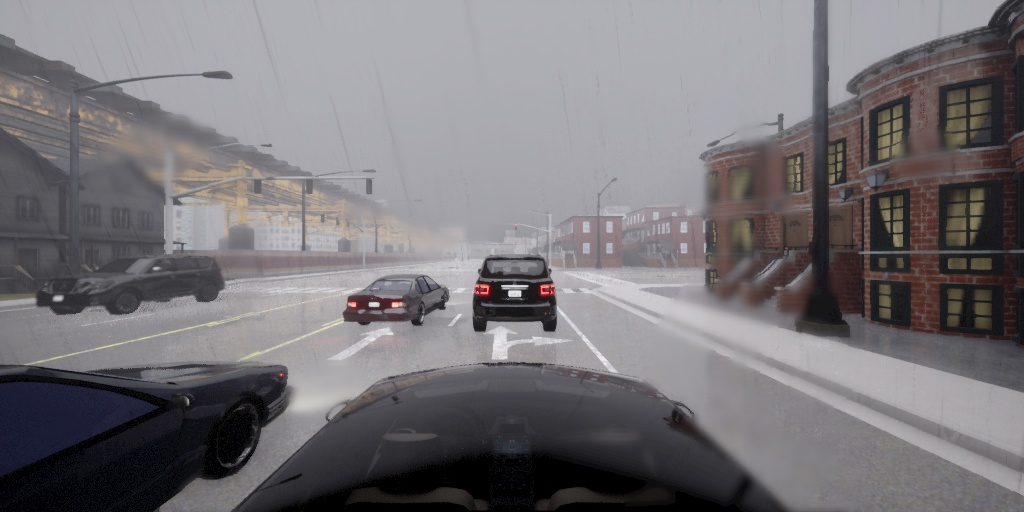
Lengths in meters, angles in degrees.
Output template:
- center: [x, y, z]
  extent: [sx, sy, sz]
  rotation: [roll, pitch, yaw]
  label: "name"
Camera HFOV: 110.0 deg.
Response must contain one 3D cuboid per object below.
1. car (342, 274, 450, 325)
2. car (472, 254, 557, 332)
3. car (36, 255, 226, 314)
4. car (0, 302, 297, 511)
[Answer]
- center: [-3.441, 1.297, 11.728]
  extent: [2.033, 1.411, 5.357]
  rotation: [0, 0, 2]
  label: "car"
- center: [0.084, 0.971, 11.046]
  extent: [2.150, 2.045, 5.566]
  rotation: [0, 0, 0]
  label: "car"
- center: [-14.045, 0.973, 13.881]
  extent: [2.150, 2.045, 5.566]
  rotation: [0, 0, 1]
  label: "car"
- center: [-3.388, 1.297, 1.656]
  extent: [2.033, 1.411, 5.357]
  rotation: [0, 0, -1]
  label: "car"
